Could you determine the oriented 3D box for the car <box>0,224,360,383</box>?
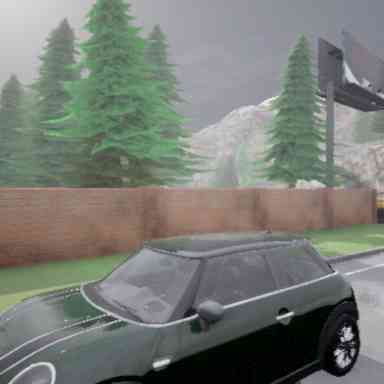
[{"bbox_3d":[-0.047,1.346,3.941,4.553,1.767,2.097,0,0,-35],"label":"car"}]
